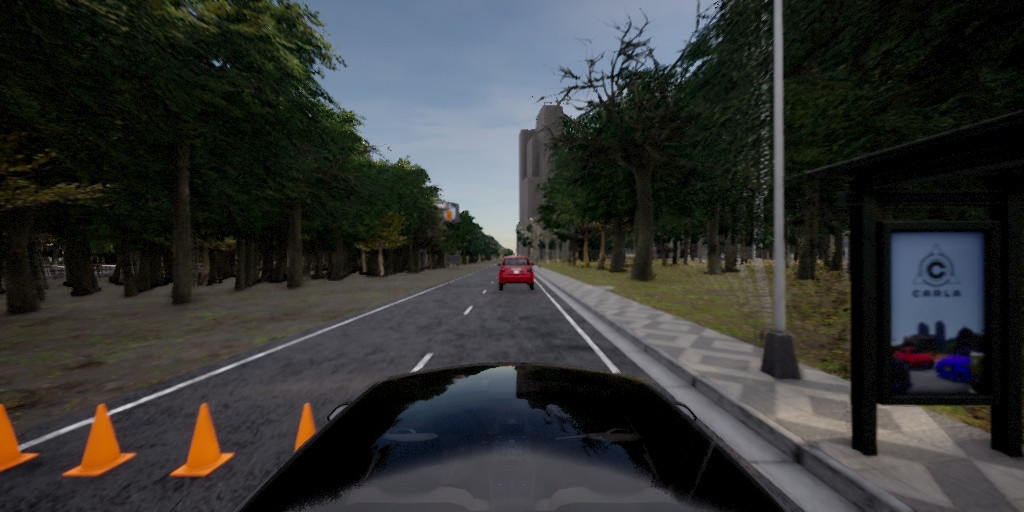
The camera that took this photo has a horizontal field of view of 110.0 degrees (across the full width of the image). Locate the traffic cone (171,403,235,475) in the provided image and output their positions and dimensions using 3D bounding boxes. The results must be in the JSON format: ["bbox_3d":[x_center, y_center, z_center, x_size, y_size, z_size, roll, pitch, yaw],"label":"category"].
[{"bbox_3d":[-2.978,1.727,3.470,0.340,0.580,0.340,0,0,0],"label":"traffic cone"}]

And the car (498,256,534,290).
[{"bbox_3d":[0.278,1.040,23.620,2.150,2.045,5.566,0,0,0],"label":"car"}]

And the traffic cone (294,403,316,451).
[{"bbox_3d":[-1.978,1.722,3.462,0.340,0.580,0.340,0,0,0],"label":"traffic cone"}]

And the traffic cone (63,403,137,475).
[{"bbox_3d":[-3.978,1.732,3.477,0.340,0.580,0.340,0,0,0],"label":"traffic cone"}]

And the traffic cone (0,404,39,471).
[{"bbox_3d":[-4.978,1.738,3.484,0.340,0.580,0.340,0,0,0],"label":"traffic cone"}]
